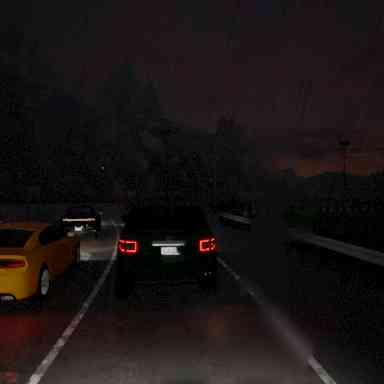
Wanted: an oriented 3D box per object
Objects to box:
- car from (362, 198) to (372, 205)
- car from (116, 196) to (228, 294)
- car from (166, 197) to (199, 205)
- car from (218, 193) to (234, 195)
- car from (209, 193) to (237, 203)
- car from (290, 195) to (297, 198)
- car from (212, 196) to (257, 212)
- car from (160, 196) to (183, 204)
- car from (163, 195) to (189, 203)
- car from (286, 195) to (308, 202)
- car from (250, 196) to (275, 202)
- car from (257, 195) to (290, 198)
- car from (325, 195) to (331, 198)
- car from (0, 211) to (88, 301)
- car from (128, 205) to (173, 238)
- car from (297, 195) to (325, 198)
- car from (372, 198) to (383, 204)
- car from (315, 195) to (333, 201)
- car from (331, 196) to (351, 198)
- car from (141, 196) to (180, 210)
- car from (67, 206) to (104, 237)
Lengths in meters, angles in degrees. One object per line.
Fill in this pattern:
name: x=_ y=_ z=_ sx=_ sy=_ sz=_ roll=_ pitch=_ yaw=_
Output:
car: x=30.800 y=1.601 z=55.493 sx=4.718 sy=1.301 sz=1.895 roll=0 pitch=0 yaw=-23
car: x=-0.759 y=1.221 z=9.033 sx=2.150 sy=2.045 sz=5.566 roll=0 pitch=0 yaw=-7
car: x=-1.685 y=1.547 z=58.556 sx=5.357 sy=1.411 sz=2.033 roll=0 pitch=0 yaw=-20
car: x=5.873 y=1.547 z=68.687 sx=5.357 sy=1.411 sz=2.033 roll=0 pitch=0 yaw=-20
car: x=6.749 y=1.225 z=72.723 sx=5.566 sy=2.045 sz=2.150 roll=0 pitch=0 yaw=-20
car: x=22.896 y=1.595 z=74.997 sx=4.718 sy=1.301 sz=1.895 roll=0 pitch=0 yaw=-23
car: x=4.629 y=1.506 z=38.292 sx=4.892 sy=1.490 sz=1.837 roll=-1 pitch=0 yaw=-20
car: x=-4.006 y=1.564 z=65.143 sx=4.181 sy=1.385 sz=1.994 roll=0 pitch=0 yaw=-20
car: x=-3.306 y=1.478 z=69.043 sx=5.008 sy=1.535 sz=1.882 roll=0 pitch=0 yaw=-20
car: x=25.289 y=1.478 z=79.975 sx=5.008 sy=1.535 sz=1.882 roll=0 pitch=0 yaw=-27
car: x=16.158 y=1.540 z=76.175 sx=5.357 sy=1.411 sz=2.033 roll=0 pitch=0 yaw=-20
car: x=15.877 y=1.478 z=64.936 sx=5.008 sy=1.535 sz=1.882 roll=0 pitch=0 yaw=-20
car: x=31.946 y=1.595 z=79.762 sx=4.718 sy=1.301 sz=1.895 roll=0 pitch=0 yaw=-30
car: x=-4.166 y=1.478 z=8.305 sx=1.882 sy=1.535 sz=5.008 roll=0 pitch=0 yaw=-6
car: x=-2.522 y=1.548 z=19.115 sx=2.033 sy=1.411 sz=5.357 roll=0 pitch=0 yaw=-13
car: x=24.270 y=1.553 z=68.017 sx=4.181 sy=1.385 sz=1.994 roll=0 pitch=0 yaw=-20
car: x=30.869 y=1.526 z=51.719 sx=4.674 sy=1.442 sz=1.812 roll=0 pitch=0 yaw=-22
car: x=33.863 y=1.452 z=85.344 sx=5.008 sy=1.535 sz=1.882 roll=0 pitch=0 yaw=-34
car: x=33.537 y=1.540 z=72.511 sx=5.357 sy=1.411 sz=2.033 roll=0 pitch=0 yaw=-30
car: x=-4.089 y=1.353 z=42.553 sx=4.553 sy=1.767 sz=2.097 roll=0 pitch=0 yaw=-20
car: x=-5.787 y=1.492 z=17.600 sx=2.128 sy=1.511 sz=4.902 roll=0 pitch=0 yaw=-14
